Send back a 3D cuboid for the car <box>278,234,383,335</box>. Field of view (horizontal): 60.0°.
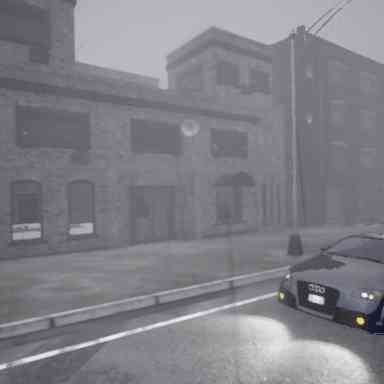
[{"bbox_3d":[3.651,1.562,6.573,4.181,1.385,1.994,0,0,-35],"label":"car"}]
